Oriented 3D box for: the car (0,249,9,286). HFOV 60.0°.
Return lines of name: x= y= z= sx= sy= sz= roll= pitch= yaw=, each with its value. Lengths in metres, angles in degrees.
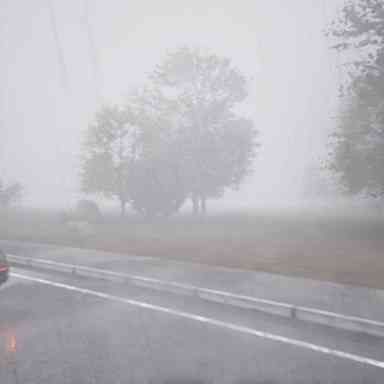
car: x=-6.149 y=1.523 z=7.691 sx=4.674 sy=1.442 sz=1.812 roll=0 pitch=0 yaw=31
